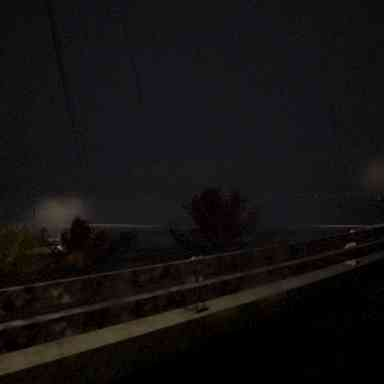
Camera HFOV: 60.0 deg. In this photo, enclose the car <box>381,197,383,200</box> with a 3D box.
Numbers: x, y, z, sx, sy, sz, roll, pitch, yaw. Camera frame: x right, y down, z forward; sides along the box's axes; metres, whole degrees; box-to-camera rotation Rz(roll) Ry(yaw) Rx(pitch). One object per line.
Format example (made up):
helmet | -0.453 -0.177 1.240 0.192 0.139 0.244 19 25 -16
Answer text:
car | 43.521 1.264 73.377 1.994 1.385 4.181 0 0 5
